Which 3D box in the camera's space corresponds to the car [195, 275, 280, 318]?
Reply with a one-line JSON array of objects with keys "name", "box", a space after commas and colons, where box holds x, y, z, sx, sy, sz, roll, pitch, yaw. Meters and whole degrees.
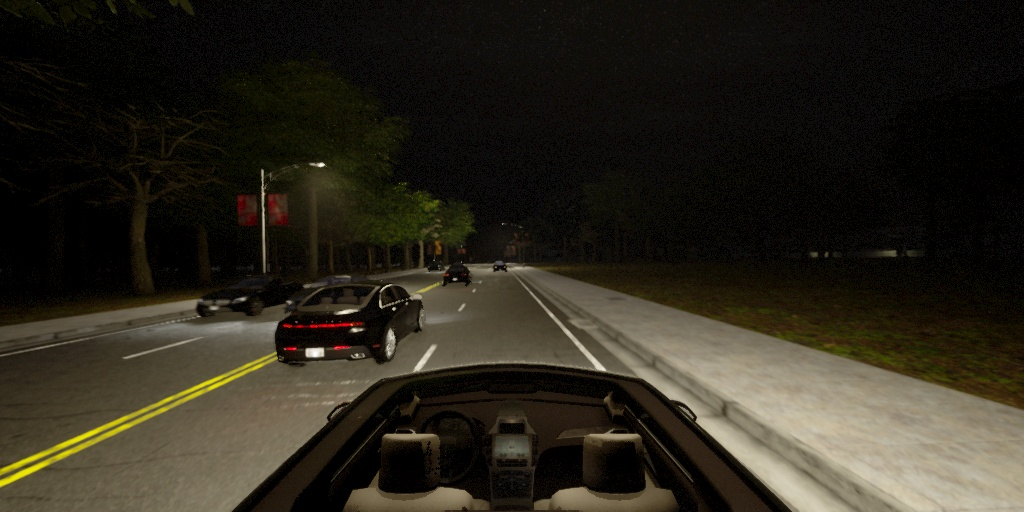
[{"name": "car", "box": [-10.250, 1.516, 14.557, 1.812, 1.442, 4.674, -1, 0, -2]}]

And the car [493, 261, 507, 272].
[{"name": "car", "box": [-1.645, 1.548, 50.077, 1.895, 1.301, 4.718, -1, 0, -2]}]

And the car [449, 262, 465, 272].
[{"name": "car", "box": [-8.521, 1.680, 55.741, 1.994, 1.385, 4.181, -1, 0, -2]}]

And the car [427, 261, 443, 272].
[{"name": "car", "box": [-11.779, 1.537, 55.821, 2.097, 1.767, 4.553, -1, 0, -2]}]

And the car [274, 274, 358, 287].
[{"name": "car", "box": [-7.004, 1.472, 14.783, 2.033, 1.411, 5.357, -1, 0, -2]}]

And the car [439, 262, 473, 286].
[{"name": "car", "box": [-4.016, 1.430, 26.899, 1.812, 1.442, 4.674, -1, 0, -2]}]

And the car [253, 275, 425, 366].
[{"name": "car", "box": [-3.308, 1.336, 8.269, 1.837, 1.490, 4.892, -1, 0, -2]}]
